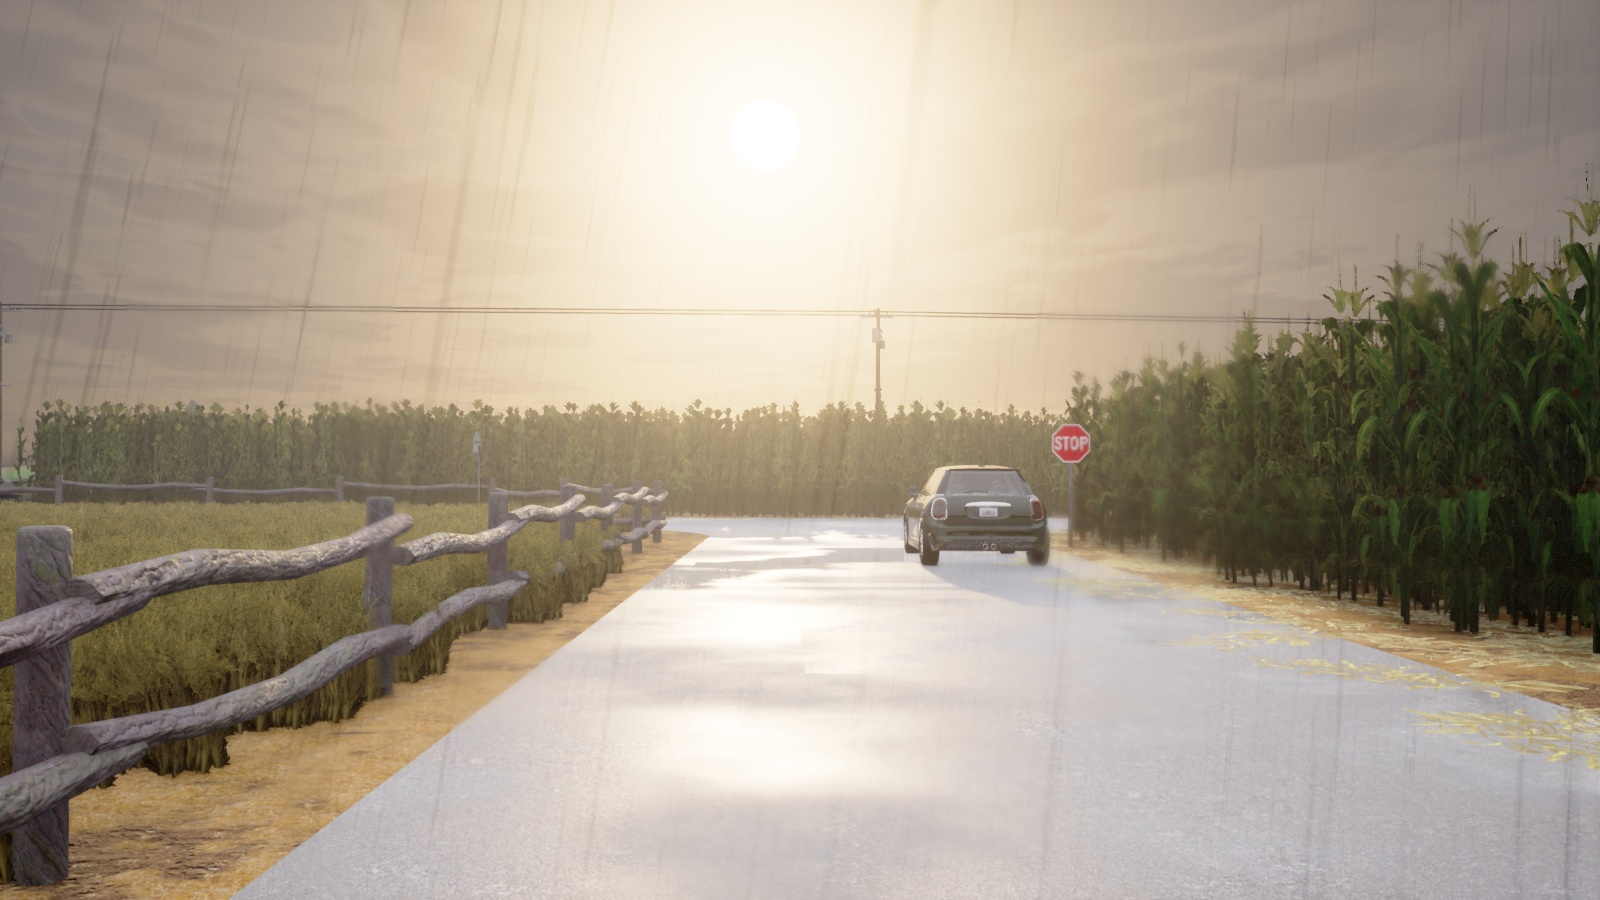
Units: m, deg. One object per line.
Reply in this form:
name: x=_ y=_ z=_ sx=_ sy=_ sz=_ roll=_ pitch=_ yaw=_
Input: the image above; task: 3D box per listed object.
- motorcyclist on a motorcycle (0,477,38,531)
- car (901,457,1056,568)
motorcyclist on a motorcycle: x=-23.492 y=1.554 z=36.465 sx=2.191 sy=1.530 sz=0.866 roll=0 pitch=-1 yaw=0
car: x=3.046 y=1.038 z=22.444 sx=2.097 sy=1.767 sz=4.553 roll=0 pitch=-1 yaw=0
